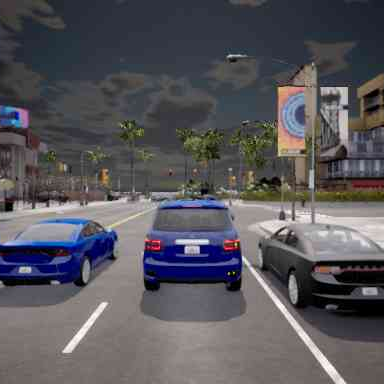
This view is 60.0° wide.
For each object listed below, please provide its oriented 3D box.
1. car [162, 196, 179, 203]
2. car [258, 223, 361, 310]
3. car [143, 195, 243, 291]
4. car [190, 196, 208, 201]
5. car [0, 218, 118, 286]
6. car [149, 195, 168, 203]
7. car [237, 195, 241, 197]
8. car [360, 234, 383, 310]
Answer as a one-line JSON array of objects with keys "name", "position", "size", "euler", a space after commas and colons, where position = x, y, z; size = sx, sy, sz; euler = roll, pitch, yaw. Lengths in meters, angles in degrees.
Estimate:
[{"name": "car", "position": [-4.343, 1.537, 67.607], "size": [1.994, 1.385, 4.181], "euler": [0, 0, 20]}, {"name": "car", "position": [2.891, 1.477, 7.911], "size": [2.097, 1.535, 5.008], "euler": [0, 0, 0]}, {"name": "car", "position": [0.038, 1.218, 9.151], "size": [2.150, 2.045, 5.566], "euler": [0, 0, 1]}, {"name": "car", "position": [1.836, 1.565, 84.368], "size": [1.895, 1.301, 4.718], "euler": [0, 0, 40]}, {"name": "car", "position": [-3.455, 1.474, 9.404], "size": [1.882, 1.535, 5.008], "euler": [0, 0, 0]}, {"name": "car", "position": [-7.013, 1.453, 70.448], "size": [1.882, 1.535, 5.008], "euler": [0, 0, 23]}, {"name": "car", "position": [14.400, 1.484, 94.235], "size": [4.674, 1.442, 1.812], "euler": [0, 0, -32]}, {"name": "car", "position": [3.039, 1.354, 1.486], "size": [2.185, 1.767, 4.553], "euler": [0, 0, 0]}]
